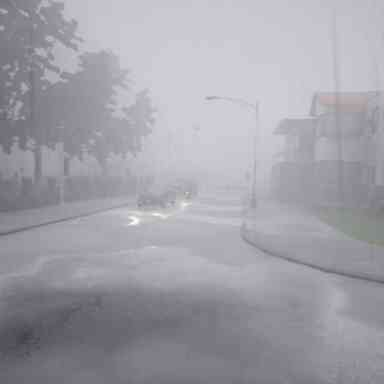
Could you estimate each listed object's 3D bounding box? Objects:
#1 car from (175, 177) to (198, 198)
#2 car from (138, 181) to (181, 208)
[{"bbox_3d":[-0.780,-0.509,34.711,2.150,2.045,5.566,2,3,12],"label":"car"},{"bbox_3d":[-2.445,0.211,24.251,1.882,1.535,5.008,2,3,9],"label":"car"}]
